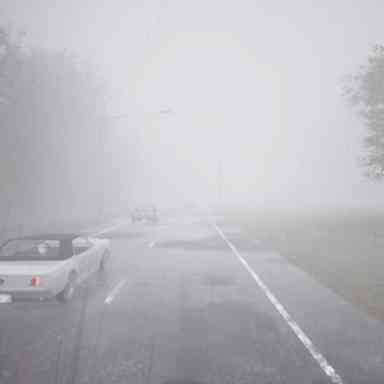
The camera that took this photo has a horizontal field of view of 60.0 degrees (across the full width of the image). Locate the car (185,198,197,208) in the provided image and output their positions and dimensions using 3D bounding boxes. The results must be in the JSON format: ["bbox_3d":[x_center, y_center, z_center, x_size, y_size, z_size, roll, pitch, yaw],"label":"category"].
[{"bbox_3d":[-0.159,1.901,54.397,1.994,1.385,4.181,0,0,0],"label":"car"}]

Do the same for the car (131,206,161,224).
[{"bbox_3d":[-3.522,1.775,26.371,1.895,1.301,4.718,0,0,0],"label":"car"}]

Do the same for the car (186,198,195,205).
[{"bbox_3d":[-0.351,2.052,73.200,1.895,1.301,4.718,0,0,0],"label":"car"}]

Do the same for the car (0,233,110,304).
[{"bbox_3d":[-3.431,1.663,8.268,1.895,1.301,4.718,0,0,0],"label":"car"}]
